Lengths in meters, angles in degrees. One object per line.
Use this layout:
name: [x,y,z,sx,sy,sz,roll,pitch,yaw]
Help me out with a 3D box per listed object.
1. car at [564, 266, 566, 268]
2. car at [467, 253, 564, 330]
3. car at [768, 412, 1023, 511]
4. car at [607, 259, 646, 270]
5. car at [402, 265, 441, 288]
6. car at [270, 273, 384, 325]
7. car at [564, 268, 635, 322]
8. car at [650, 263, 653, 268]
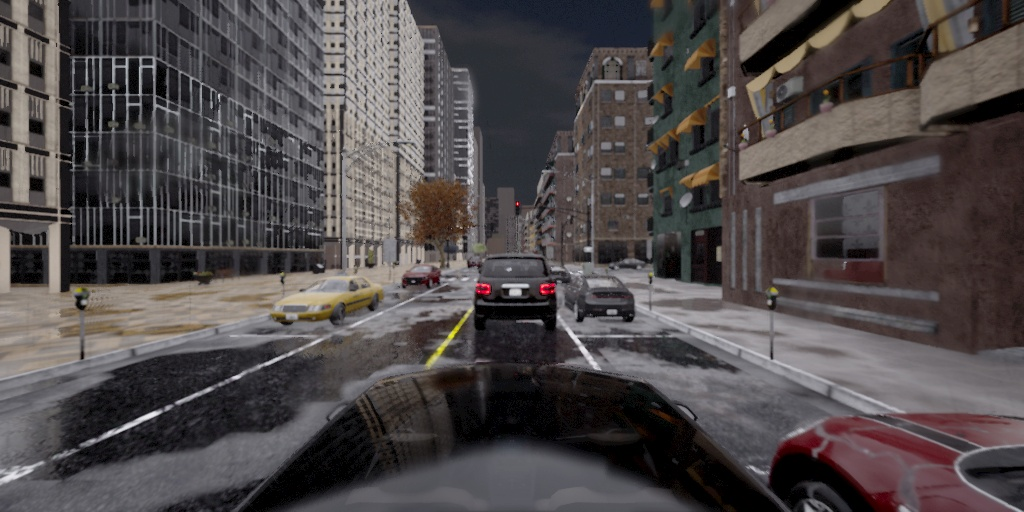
car: [2.702,1.235,22.906,2.007,1.370,4.403,0,0,0]
car: [0.096,0.941,11.116,2.150,2.045,5.566,0,0,0]
car: [2.687,1.193,0.776,1.967,1.591,4.097,0,0,0]
car: [13.461,0.975,42.315,4.403,1.370,2.007,0,0,-1]
car: [-5.678,1.230,22.912,1.888,1.381,4.507,0,0,0]
car: [-5.686,1.243,11.677,1.751,1.417,4.829,0,0,0]
car: [2.695,1.268,11.841,2.007,1.370,4.403,0,0,0]
car: [18.858,0.872,42.365,4.829,1.417,1.751,0,0,-1]
